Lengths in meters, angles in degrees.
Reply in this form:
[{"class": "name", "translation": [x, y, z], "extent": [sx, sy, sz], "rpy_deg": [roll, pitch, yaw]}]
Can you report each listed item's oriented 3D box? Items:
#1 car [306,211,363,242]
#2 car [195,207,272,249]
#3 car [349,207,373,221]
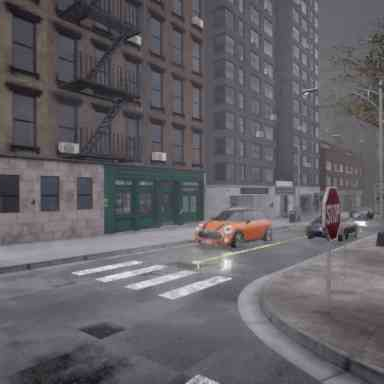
[{"class": "car", "translation": [8.165, 1.989, 19.191], "extent": [1.994, 1.385, 4.181], "rpy_deg": [0, -2, 39]}, {"class": "car", "translation": [2.132, 1.659, 16.365], "extent": [2.097, 1.767, 4.553], "rpy_deg": [0, -1, 39]}, {"class": "car", "translation": [19.021, 2.426, 37.449], "extent": [2.128, 1.511, 4.902], "rpy_deg": [0, -2, 39]}]
